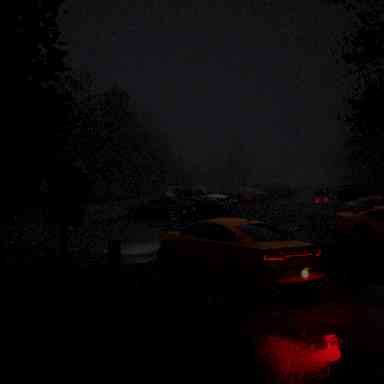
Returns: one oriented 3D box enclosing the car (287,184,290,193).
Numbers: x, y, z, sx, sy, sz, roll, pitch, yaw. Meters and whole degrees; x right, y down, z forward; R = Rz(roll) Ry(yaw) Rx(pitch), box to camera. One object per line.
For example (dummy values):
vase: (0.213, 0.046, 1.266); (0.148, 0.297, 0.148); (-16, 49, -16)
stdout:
car: (13.076, -0.250, 54.829); (4.792, 1.488, 2.163); (1, 2, 25)

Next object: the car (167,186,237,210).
car: (0.380, 0.568, 27.076); (5.566, 2.045, 2.435); (1, 3, 25)

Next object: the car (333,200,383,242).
car: (8.811, 1.343, 14.199); (5.008, 1.535, 2.097); (1, 3, 25)

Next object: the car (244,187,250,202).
car: (2.679, 0.601, 32.137); (4.892, 1.521, 2.231); (1, 3, 25)

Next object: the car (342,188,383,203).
car: (19.253, 0.398, 36.819); (4.792, 1.488, 2.163); (1, 3, 25)

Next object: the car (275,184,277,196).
car: (8.460, 0.073, 44.733); (4.892, 1.521, 2.231); (1, 3, 25)

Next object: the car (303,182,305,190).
car: (22.348, -1.088, 74.993); (4.553, 1.767, 2.185); (1, 2, 25)

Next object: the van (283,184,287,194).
van: (12.049, -0.417, 52.238); (4.442, 1.987, 1.878); (1, 2, 25)

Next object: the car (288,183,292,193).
car: (14.235, -0.335, 57.350); (4.792, 1.488, 2.163); (1, 2, 25)

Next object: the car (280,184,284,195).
car: (10.810, -0.078, 49.762); (4.792, 1.488, 2.163); (1, 2, 25)

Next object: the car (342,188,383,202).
car: (20.355, 0.305, 39.215); (4.792, 1.488, 2.163); (1, 2, 25)

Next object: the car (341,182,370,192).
car: (35.392, -1.098, 72.044); (5.566, 2.045, 2.435); (1, 2, 25)

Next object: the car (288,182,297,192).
car: (16.412, -0.541, 62.456); (5.366, 1.575, 1.946); (1, 2, 25)

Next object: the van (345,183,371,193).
van: (32.054, -0.815, 64.438); (4.442, 1.987, 1.878); (1, 2, 25)

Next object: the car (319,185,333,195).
car: (22.855, -0.330, 56.543); (1.882, 1.535, 5.008); (1, 2, 25)

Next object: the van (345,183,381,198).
van: (23.904, -0.214, 46.714); (4.442, 1.987, 1.878); (1, 2, 25)

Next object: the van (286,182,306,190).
van: (25.749, -1.446, 82.589); (4.442, 1.987, 1.878); (1, 2, 25)

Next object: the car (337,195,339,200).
car: (11.051, 1.159, 19.128); (4.792, 1.488, 2.163); (1, 3, 25)

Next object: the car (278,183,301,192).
car: (21.189, -1.003, 72.472); (4.553, 1.767, 2.185); (1, 2, 25)

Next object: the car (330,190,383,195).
car: (13.223, 0.905, 24.221); (5.366, 1.575, 1.946); (1, 3, 25)

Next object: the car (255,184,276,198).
car: (7.478, 0.169, 42.141); (5.366, 1.575, 1.946); (1, 3, 25)

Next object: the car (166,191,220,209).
car: (-0.799, 0.928, 24.577); (5.008, 1.535, 2.097); (1, 3, 25)

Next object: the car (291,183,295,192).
car: (15.394, -0.420, 59.871); (4.792, 1.488, 2.163); (1, 2, 25)

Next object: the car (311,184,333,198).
car: (18.555, 0.001, 47.192); (2.128, 1.511, 4.902); (1, 2, 25)

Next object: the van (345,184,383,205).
van: (18.175, 0.247, 34.256); (4.442, 1.987, 1.878); (1, 3, 25)

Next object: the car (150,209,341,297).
car: (0.887, 1.394, 8.462); (1.882, 1.535, 5.008); (2, -1, -31)

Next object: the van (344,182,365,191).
van: (38.786, -1.330, 79.636); (4.442, 1.987, 1.878); (1, 2, 25)

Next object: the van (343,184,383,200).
van: (21.379, -0.043, 41.762); (4.442, 1.987, 1.878); (1, 2, 24)

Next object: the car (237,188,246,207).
car: (1.683, 0.709, 29.542); (5.366, 1.575, 1.946); (1, 3, 25)

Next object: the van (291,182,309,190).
van: (29.219, -1.628, 90.139); (4.442, 1.987, 1.878); (1, 1, 25)

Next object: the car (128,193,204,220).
car: (-1.990, 1.067, 22.072); (4.792, 1.488, 2.163); (1, 3, 25)

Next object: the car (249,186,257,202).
car: (3.664, 0.484, 34.737); (5.366, 1.575, 1.946); (1, 3, 25)

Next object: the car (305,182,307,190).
car: (23.531, -1.048, 77.508); (5.008, 1.535, 2.097); (1, 2, 25)

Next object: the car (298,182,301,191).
car: (18.893, -0.705, 67.424); (4.892, 1.521, 2.231); (1, 2, 25)

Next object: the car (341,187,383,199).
car: (22.646, 0.095, 44.253); (5.008, 1.535, 2.097); (1, 2, 25)

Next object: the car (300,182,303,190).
car: (19.889, -0.797, 70.020); (5.366, 1.575, 1.946); (1, 2, 25)

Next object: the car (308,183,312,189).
car: (27.040, -1.555, 85.049); (5.566, 2.045, 2.435); (1, 2, 25)

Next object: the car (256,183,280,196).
car: (9.654, -0.145, 47.237); (4.553, 1.767, 2.185); (1, 2, 25)

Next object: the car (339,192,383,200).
car: (10.001, 1.109, 16.695); (4.553, 1.767, 2.185); (1, 3, 25)

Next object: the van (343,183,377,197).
van: (24.849, -0.303, 49.327); (4.442, 1.987, 1.878); (1, 2, 25)

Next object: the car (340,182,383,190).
car: (15.730, 0.441, 29.150); (5.566, 2.045, 2.435); (1, 3, 25)

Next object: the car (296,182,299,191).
car: (17.745, -0.619, 64.897); (4.892, 1.521, 2.231); (1, 2, 25)

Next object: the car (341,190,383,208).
car: (16.835, 0.612, 31.700); (4.792, 1.488, 2.163); (1, 3, 25)

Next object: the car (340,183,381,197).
car: (26.086, -0.412, 51.804); (5.566, 2.045, 2.435); (1, 2, 25)

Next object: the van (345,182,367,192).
van: (36.681, -1.156, 74.500); (4.442, 1.987, 1.878); (1, 2, 25)

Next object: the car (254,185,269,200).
car: (6.033, 0.263, 39.887); (5.366, 1.575, 1.946); (1, 3, 25)
